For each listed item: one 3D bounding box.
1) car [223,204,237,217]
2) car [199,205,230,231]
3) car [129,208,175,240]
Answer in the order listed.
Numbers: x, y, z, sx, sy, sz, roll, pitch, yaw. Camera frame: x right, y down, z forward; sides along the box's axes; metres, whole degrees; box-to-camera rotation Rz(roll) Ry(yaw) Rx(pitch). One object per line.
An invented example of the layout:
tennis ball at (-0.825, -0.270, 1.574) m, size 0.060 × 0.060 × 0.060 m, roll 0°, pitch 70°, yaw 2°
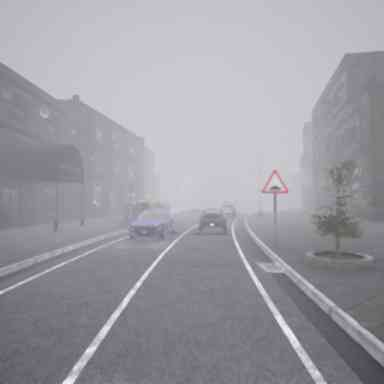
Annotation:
car at (4.599, 2.309, 41.944) m, size 2.033 × 1.649 × 4.856 m, roll -1°, pitch -2°, yaw 12°
car at (1.570, 1.915, 23.797) m, size 1.837 × 1.490 × 4.892 m, roll 0°, pitch -1°, yaw 7°
car at (-2.151, 1.727, 19.040) m, size 1.882 × 1.535 × 5.008 m, roll 0°, pitch 0°, yaw 5°
